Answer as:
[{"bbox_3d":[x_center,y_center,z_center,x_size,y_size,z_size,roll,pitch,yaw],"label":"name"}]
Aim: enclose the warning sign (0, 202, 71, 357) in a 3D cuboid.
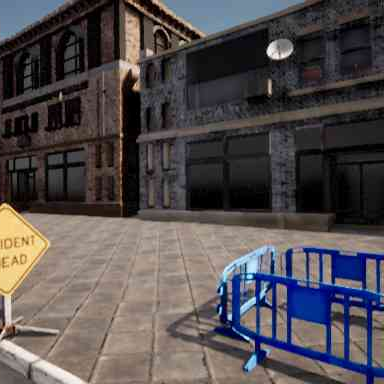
[{"bbox_3d":[-2.604,1.095,4.661,1.060,1.860,1.300,-1,0,35],"label":"warning sign"}]
